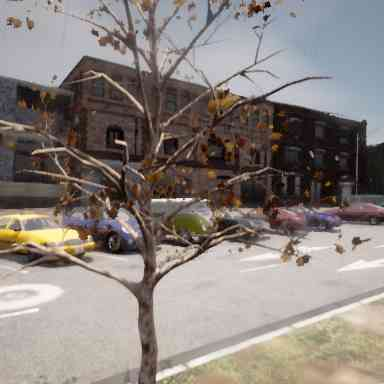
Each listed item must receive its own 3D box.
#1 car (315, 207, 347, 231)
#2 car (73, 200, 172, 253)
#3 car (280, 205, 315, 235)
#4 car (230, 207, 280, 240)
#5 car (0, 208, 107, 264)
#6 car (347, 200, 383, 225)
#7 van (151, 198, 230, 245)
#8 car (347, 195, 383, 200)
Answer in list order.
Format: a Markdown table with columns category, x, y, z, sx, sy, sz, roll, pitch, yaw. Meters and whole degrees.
| category | x | y | z | sx | sy | sz | roll | pitch | yaw |
| --- | --- | --- | --- | --- | --- | --- | --- | --- | --- |
| car | 6.621 | 1.532 | 20.462 | 4.674 | 1.452 | 2.002 | -1 | -1 | 36 |
| car | -3.404 | 1.356 | 13.699 | 4.553 | 1.767 | 2.185 | -1 | -1 | 35 |
| car | 4.107 | 1.529 | 18.781 | 4.674 | 1.452 | 2.002 | -1 | -1 | 36 |
| car | 1.597 | 1.488 | 17.105 | 4.892 | 1.521 | 2.231 | -1 | -1 | 36 |
| car | -5.699 | 1.473 | 11.839 | 5.366 | 1.575 | 1.946 | -1 | -1 | 35 |
| car | 11.681 | 1.537 | 23.757 | 4.674 | 1.452 | 2.002 | -1 | -1 | 37 |
| van | -0.799 | 1.256 | 15.334 | 4.442 | 1.987 | 1.878 | -1 | -1 | 35 |
| car | 14.250 | 1.248 | 25.381 | 5.566 | 2.045 | 2.435 | -1 | -1 | 37 |
